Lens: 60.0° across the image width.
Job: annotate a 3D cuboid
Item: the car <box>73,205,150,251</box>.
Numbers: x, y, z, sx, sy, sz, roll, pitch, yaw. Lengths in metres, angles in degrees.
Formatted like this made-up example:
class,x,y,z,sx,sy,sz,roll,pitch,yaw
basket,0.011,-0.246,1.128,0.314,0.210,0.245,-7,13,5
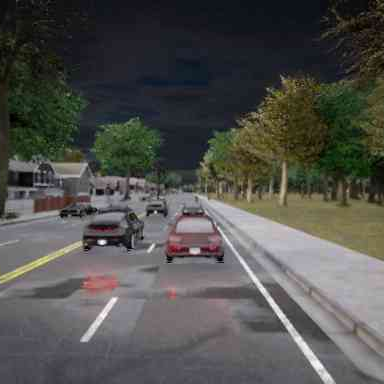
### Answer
class,x,y,z,sx,sy,sz,roll,pitch,yaw
car,-3.158,1.505,14.134,1.837,1.490,4.892,0,0,0

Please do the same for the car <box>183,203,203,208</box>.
class,x,y,z,sx,sy,sz,roll,pitch,yaw
car,0.092,1.600,29.706,1.895,1.301,4.718,0,0,0

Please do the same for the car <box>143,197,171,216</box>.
class,x,y,z,sx,sy,sz,roll,pitch,yaw
car,-3.158,1.504,31.345,1.837,1.490,4.892,0,0,0

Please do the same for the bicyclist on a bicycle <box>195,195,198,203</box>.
class,x,y,z,sx,sy,sz,roll,pitch,yaw
bicyclist on a bicycle,0.884,1.449,61.245,0.582,1.620,1.656,0,0,0

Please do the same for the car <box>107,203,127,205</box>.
class,x,y,z,sx,sy,sz,roll,pitch,yaw
car,-6.604,1.600,28.960,1.895,1.301,4.718,0,0,0

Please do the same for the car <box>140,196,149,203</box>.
class,x,y,z,sx,sy,sz,roll,pitch,yaw
car,-9.763,1.546,69.946,1.994,1.385,4.181,0,0,0

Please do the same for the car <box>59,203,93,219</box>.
class,x,y,z,sx,sy,sz,roll,pitch,yaw
car,-9.854,1.600,28.948,1.895,1.301,4.718,0,0,0

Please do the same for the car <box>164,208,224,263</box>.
class,x,y,z,sx,sy,sz,roll,pitch,yaw
car,0.092,1.526,11.877,1.812,1.442,4.674,0,0,0

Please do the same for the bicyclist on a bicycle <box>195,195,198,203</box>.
class,x,y,z,sx,sy,sz,roll,pitch,yaw
bicyclist on a bicycle,0.882,1.448,70.245,0.582,1.620,1.656,0,0,0
